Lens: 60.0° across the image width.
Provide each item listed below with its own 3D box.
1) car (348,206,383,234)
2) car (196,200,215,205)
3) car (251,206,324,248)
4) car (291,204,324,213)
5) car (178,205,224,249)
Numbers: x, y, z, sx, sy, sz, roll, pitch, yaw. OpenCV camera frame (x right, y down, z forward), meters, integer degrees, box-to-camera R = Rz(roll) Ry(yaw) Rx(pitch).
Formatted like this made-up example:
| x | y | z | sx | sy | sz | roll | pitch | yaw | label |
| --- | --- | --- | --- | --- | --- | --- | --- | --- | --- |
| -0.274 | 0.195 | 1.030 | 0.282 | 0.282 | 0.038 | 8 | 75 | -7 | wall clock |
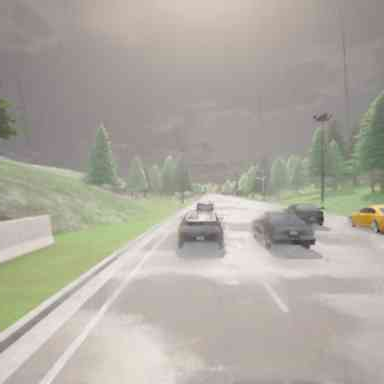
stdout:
| x | y | z | sx | sy | sz | roll | pitch | yaw | label |
| --- | --- | --- | --- | --- | --- | --- | --- | --- | --- |
| 11.119 | 1.545 | 19.851 | 1.882 | 1.535 | 5.008 | 0 | 0 | 2 | car |
| 1.421 | 1.606 | 35.812 | 2.128 | 1.511 | 4.902 | 0 | 0 | 3 | car |
| 3.899 | 1.597 | 14.943 | 2.033 | 1.411 | 5.357 | 0 | 0 | 2 | car |
| 7.799 | 1.556 | 23.720 | 1.882 | 1.535 | 5.008 | 0 | 0 | 3 | car |
| 0.409 | 1.539 | 14.864 | 2.128 | 1.511 | 4.902 | 0 | 0 | 2 | car |
